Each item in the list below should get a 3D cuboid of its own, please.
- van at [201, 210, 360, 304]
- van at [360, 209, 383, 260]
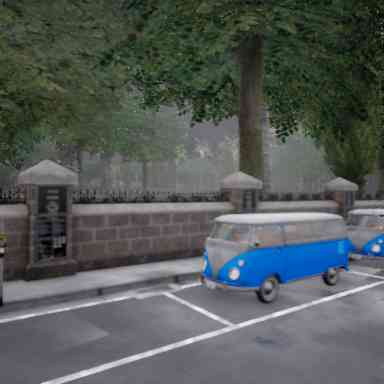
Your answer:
[{"bbox_3d":[2.104,1.402,8.038,3.998,1.788,1.690,1,-1,-35],"label":"van"},{"bbox_3d":[6.710,1.457,11.322,3.998,1.788,1.690,1,-1,-35],"label":"van"}]
